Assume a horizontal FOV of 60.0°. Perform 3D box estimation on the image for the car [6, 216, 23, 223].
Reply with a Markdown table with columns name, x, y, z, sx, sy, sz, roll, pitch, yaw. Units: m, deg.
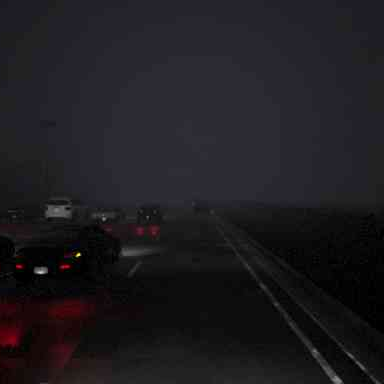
| name | x | y | z | sx | sy | sz | roll | pitch | yaw |
| --- | --- | --- | --- | --- | --- | --- | --- | --- | --- |
| car | -6.899 | 1.612 | 9.307 | 1.812 | 1.442 | 4.674 | 0 | -1 | 0 |

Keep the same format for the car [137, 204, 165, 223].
| name | x | y | z | sx | sy | sz | roll | pitch | yaw |
| --- | --- | --- | --- | --- | --- | --- | --- | --- | --- |
| car | -3.399 | 1.749 | 27.964 | 2.128 | 1.511 | 4.902 | 0 | -1 | 0 |

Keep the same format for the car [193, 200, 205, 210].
| name | x | y | z | sx | sy | sz | roll | pitch | yaw |
| --- | --- | --- | --- | --- | --- | --- | --- | --- | --- |
| car | 1.050 | 2.002 | 54.091 | 1.837 | 1.490 | 4.892 | 0 | -1 | 0 |

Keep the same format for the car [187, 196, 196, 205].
| name | x | y | z | sx | sy | sz | roll | pitch | yaw |
| --- | --- | --- | --- | --- | --- | --- | --- | --- | --- |
| car | 0.001 | 1.807 | 73.727 | 2.150 | 2.045 | 5.566 | 0 | -1 | 0 |

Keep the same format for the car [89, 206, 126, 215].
| name | x | y | z | sx | sy | sz | roll | pitch | yaw |
| --- | --- | --- | --- | --- | --- | --- | --- | --- | --- |
| car | -6.898 | 1.861 | 28.288 | 1.895 | 1.301 | 4.718 | 0 | -1 | 0 |

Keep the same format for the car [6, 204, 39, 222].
| name | x | y | z | sx | sy | sz | roll | pitch | yaw |
| --- | --- | --- | --- | --- | --- | --- | --- | --- | --- |
| car | -13.898 | 1.754 | 28.497 | 2.128 | 1.511 | 4.902 | 0 | -1 | 0 |

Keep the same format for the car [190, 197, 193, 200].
| name | x | y | z | sx | sy | sz | roll | pitch | yaw |
| --- | --- | --- | --- | --- | --- | --- | --- | --- | --- |
| car | 1.051 | 1.899 | 48.282 | 1.801 | 1.575 | 5.366 | 0 | -1 | 0 |

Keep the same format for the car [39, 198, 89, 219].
| name | x | y | z | sx | sy | sz | roll | pitch | yaw |
| --- | --- | --- | --- | --- | --- | --- | --- | --- | --- |
| car | -10.400 | 1.481 | 28.181 | 2.150 | 2.045 | 5.566 | 0 | -1 | 0 |

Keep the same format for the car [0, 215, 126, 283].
| name | x | y | z | sx | sy | sz | roll | pitch | yaw |
| --- | --- | --- | --- | --- | --- | --- | --- | --- | --- |
| car | -3.400 | 1.617 | 9.790 | 1.812 | 1.442 | 4.674 | 0 | -1 | 0 |

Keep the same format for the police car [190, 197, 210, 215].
| name | x | y | z | sx | sy | sz | roll | pitch | yaw |
| --- | --- | --- | --- | --- | --- | --- | --- | --- | --- |
| police car | 1.050 | 1.776 | 38.202 | 1.930 | 1.638 | 5.238 | 0 | -1 | 0 |
